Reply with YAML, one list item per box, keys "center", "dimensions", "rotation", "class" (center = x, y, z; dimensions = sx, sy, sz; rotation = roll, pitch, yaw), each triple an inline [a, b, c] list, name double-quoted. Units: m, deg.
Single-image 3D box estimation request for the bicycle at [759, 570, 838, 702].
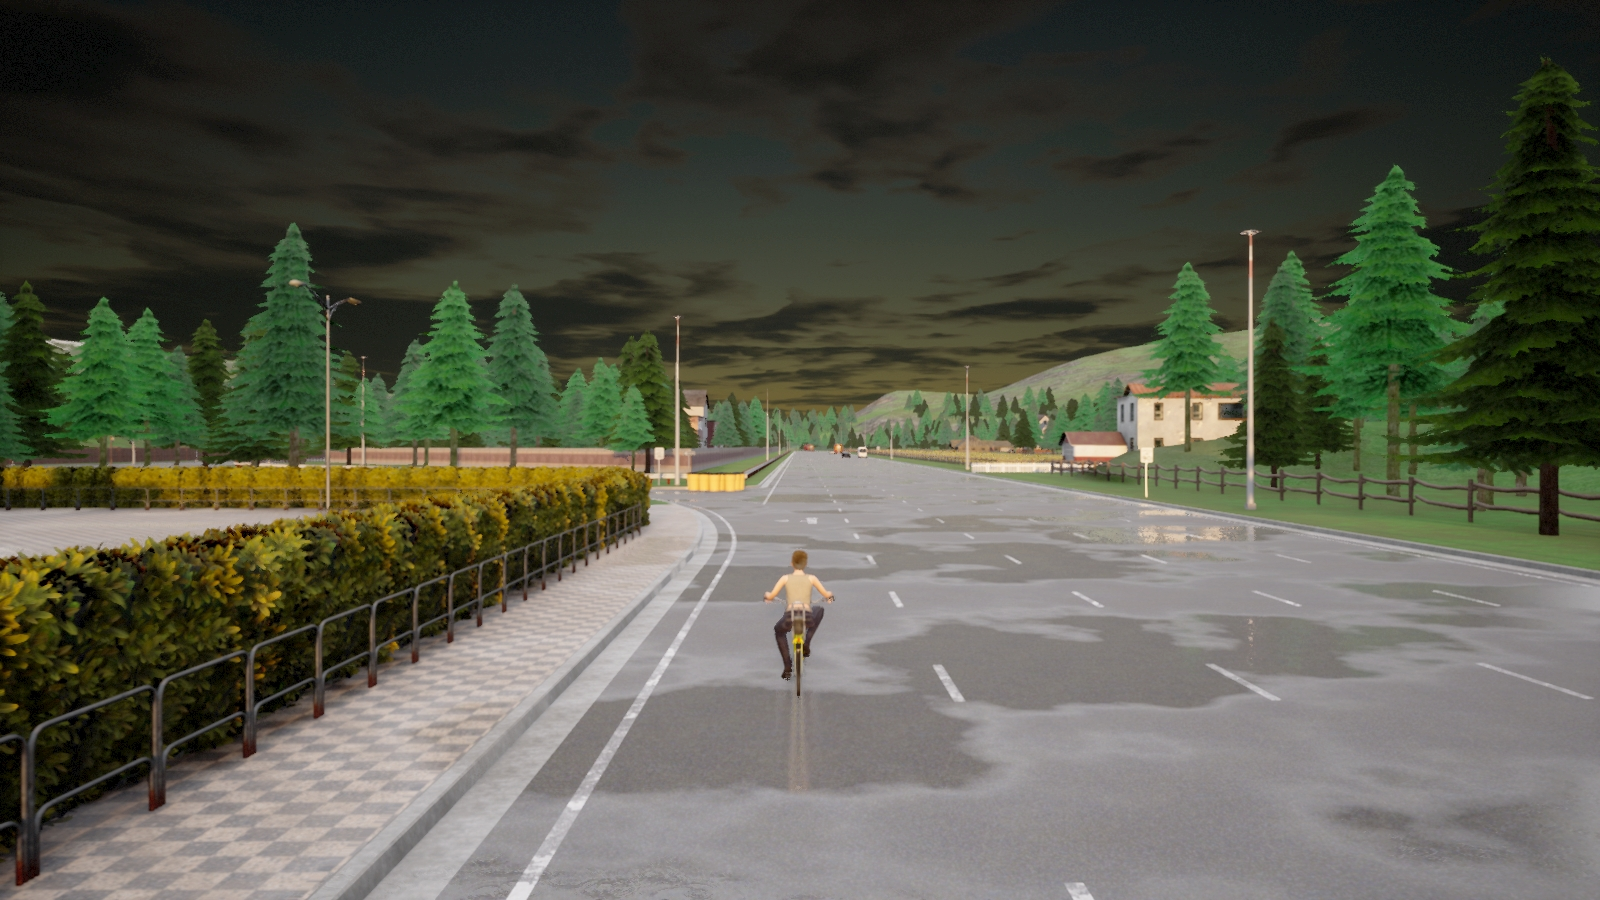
- center: [-0.014, 2.107, 13.191]
  dimensions: [0.859, 1.276, 1.487]
  rotation: [0, 0, 0]
  class: "bicycle"
